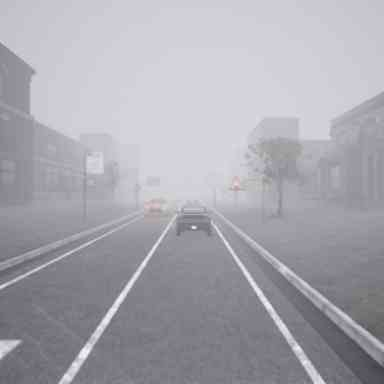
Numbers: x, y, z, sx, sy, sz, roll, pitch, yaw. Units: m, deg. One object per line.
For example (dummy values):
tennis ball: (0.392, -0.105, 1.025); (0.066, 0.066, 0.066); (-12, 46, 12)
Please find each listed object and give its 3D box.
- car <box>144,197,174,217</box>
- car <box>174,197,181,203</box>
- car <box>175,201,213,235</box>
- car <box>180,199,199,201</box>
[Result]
car: (-3.100, 1.309, 30.608); (2.097, 1.767, 4.553); (0, 0, 0)
car: (-3.013, 1.790, 71.965); (1.994, 1.385, 4.181); (0, -1, 0)
car: (0.097, 1.488, 18.825); (1.837, 1.490, 4.892); (0, 0, 0)
car: (0.082, 1.490, 37.015); (2.033, 1.411, 5.357); (0, 0, 0)
